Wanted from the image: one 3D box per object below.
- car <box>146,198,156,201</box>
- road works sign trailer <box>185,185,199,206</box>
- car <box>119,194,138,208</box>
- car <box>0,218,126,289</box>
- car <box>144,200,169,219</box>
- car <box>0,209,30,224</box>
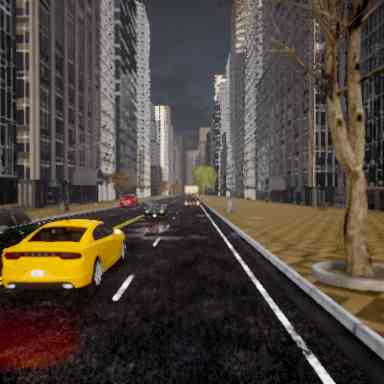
[{"bbox_3d":[-6.554,1.725,53.755,2.033,1.411,5.357,0,0,1],"label":"car"},{"bbox_3d":[-0.030,0.634,57.735,2.380,3.560,2.880,-1,0,1],"label":"road works sign trailer"},{"bbox_3d":[-9.818,1.391,52.222,2.150,2.045,5.566,0,0,1],"label":"car"},{"bbox_3d":[-3.152,1.508,9.258,1.882,1.535,5.008,0,0,0],"label":"car"},{"bbox_3d":[-3.158,1.701,30.325,1.895,1.301,4.718,0,0,0],"label":"car"},{"bbox_3d":[-6.602,1.387,10.384,2.097,1.767,4.553,0,0,0],"label":"car"}]
